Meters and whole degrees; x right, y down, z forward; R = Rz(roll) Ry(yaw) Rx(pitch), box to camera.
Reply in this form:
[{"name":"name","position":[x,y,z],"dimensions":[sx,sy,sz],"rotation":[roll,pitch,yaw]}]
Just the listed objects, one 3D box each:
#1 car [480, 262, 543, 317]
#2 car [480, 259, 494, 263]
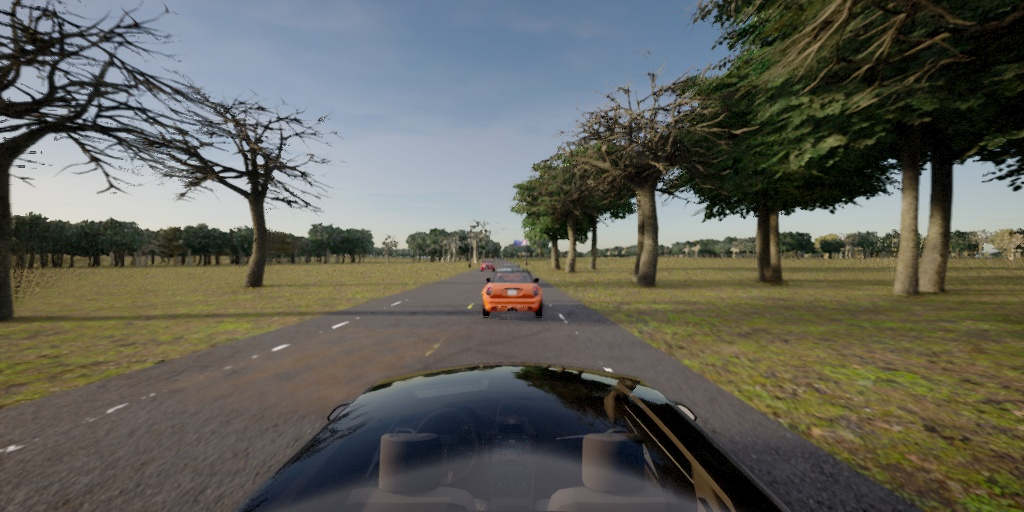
[{"name":"car","position":[0.020,1.253,14.003],"dimensions":[2.097,1.767,4.553],"rotation":[0,-1,0]},{"name":"car","position":[-4.019,1.578,59.681],"dimensions":[2.150,2.045,5.566],"rotation":[0,0,0]}]
